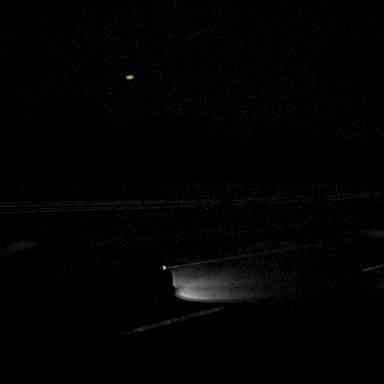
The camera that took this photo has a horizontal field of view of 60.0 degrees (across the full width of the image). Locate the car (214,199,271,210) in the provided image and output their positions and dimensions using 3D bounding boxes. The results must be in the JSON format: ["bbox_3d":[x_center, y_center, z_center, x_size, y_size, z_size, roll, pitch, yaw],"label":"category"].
[{"bbox_3d":[4.655,1.415,28.561,5.008,1.535,1.882,0,0,-34],"label":"car"}]

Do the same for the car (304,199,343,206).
[{"bbox_3d":[11.284,1.395,28.851,4.902,1.511,2.128,-1,0,-34],"label":"car"}]

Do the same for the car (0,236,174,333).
[{"bbox_3d":[-2.438,1.559,6.292,4.181,1.385,1.994,0,0,-35],"label":"car"}]

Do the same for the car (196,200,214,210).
[{"bbox_3d":[2.673,1.411,31.447,5.008,1.535,1.882,0,0,-34],"label":"car"}]
